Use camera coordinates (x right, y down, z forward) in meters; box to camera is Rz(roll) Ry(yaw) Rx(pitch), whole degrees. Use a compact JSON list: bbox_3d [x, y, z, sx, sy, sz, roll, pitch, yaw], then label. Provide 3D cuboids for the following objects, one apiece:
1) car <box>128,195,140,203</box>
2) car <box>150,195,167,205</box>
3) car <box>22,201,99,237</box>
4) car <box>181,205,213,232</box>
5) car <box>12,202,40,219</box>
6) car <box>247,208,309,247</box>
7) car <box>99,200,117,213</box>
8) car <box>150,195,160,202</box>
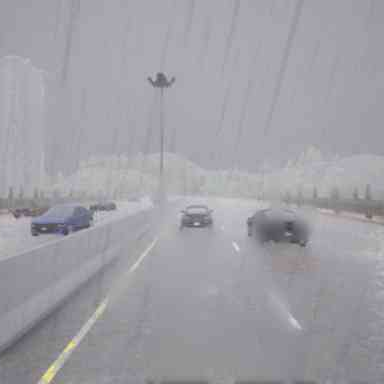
[{"bbox_3d":[-12.339,1.490,71.104,1.837,1.490,4.892,0,0,2],"label":"car"},{"bbox_3d":[-5.711,1.352,59.416,2.097,1.767,4.553,0,0,2],"label":"car"},{"bbox_3d":[-6.942,1.478,18.241,1.882,1.535,5.008,0,0,1],"label":"car"},{"bbox_3d":[0.310,1.526,20.134,1.812,1.442,4.674,0,0,1],"label":"car"},{"bbox_3d":[-13.657,1.601,29.098,1.895,1.301,4.718,0,0,2],"label":"car"},{"bbox_3d":[3.702,1.478,15.102,1.882,1.535,5.008,0,0,1],"label":"car"},{"bbox_3d":[-9.908,1.601,37.479,1.895,1.301,4.718,0,0,2],"label":"car"},{"bbox_3d":[-8.627,1.492,78.361,1.812,1.442,4.674,0,0,2],"label":"car"}]
